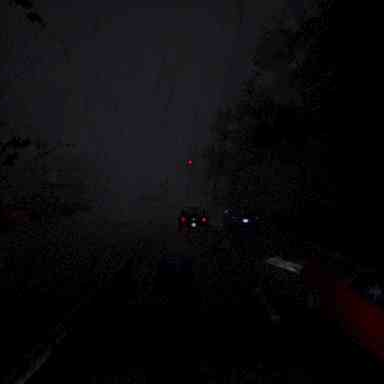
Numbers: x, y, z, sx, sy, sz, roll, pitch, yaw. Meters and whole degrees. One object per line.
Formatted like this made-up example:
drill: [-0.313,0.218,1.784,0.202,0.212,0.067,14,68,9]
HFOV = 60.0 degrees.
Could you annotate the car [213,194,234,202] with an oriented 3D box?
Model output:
car: [7.654,1.456,80.924,4.553,1.767,2.185,1,0,-14]

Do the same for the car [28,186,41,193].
car: [-31.170,-0.170,66.287,2.435,2.045,5.566,6,-3,-19]

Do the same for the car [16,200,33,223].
car: [-13.963,1.582,22.434,5.366,1.575,1.946,-1,0,-20]

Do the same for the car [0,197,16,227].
car: [-13.823,1.315,19.486,5.566,2.045,2.435,-1,0,-20]

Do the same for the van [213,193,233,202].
van: [7.271,1.345,77.955,4.442,1.987,1.878,1,0,-14]

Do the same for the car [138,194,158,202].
car: [-10.719,1.512,81.300,4.553,1.767,2.185,-1,-1,-14]

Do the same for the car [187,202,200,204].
car: [0.168,1.668,31.454,1.812,1.442,4.674,0,0,1]

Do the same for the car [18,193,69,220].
car: [-13.794,1.366,28.499,5.566,2.045,2.435,-1,0,-20]

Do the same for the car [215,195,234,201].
car: [9.076,1.660,92.694,4.674,1.452,2.002,1,0,-12]

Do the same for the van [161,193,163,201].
van: [-10.254,1.421,84.341,4.442,1.987,1.878,-1,-1,-14]

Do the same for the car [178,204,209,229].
car: [0.108,1.689,22.038,1.895,1.301,4.718,0,0,0]

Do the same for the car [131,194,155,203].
car: [-11.456,1.650,75.355,4.792,1.488,2.163,-1,0,-15]

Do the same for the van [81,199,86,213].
van: [-13.606,1.425,34.572,4.442,1.987,1.878,-1,-1,-19]

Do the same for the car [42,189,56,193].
car: [-28.175,0.392,66.225,2.002,1.452,4.674,6,-3,-19]

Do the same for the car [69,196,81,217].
car: [-13.722,1.383,31.535,5.566,2.045,2.435,-1,-1,-20]

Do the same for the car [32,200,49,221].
car: [-13.773,1.640,25.501,4.674,1.452,2.002,-1,0,-20]

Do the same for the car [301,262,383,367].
car: [3.100,1.611,4.576,1.895,1.301,4.718,0,0,0]

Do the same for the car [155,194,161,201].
car: [-10.812,1.619,78.348,5.366,1.575,1.946,-1,-1,-15]

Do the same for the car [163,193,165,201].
car: [-10.027,1.662,87.311,4.892,1.521,2.231,-1,-1,-14]

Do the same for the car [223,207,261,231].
car: [3.108,1.648,21.281,1.994,1.385,4.181,0,0,0]

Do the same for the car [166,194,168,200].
car: [-9.655,1.712,90.306,4.674,1.452,2.002,-1,0,-13]

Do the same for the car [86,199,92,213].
car: [-13.632,1.543,37.549,4.553,1.767,2.185,-1,0,-19]
